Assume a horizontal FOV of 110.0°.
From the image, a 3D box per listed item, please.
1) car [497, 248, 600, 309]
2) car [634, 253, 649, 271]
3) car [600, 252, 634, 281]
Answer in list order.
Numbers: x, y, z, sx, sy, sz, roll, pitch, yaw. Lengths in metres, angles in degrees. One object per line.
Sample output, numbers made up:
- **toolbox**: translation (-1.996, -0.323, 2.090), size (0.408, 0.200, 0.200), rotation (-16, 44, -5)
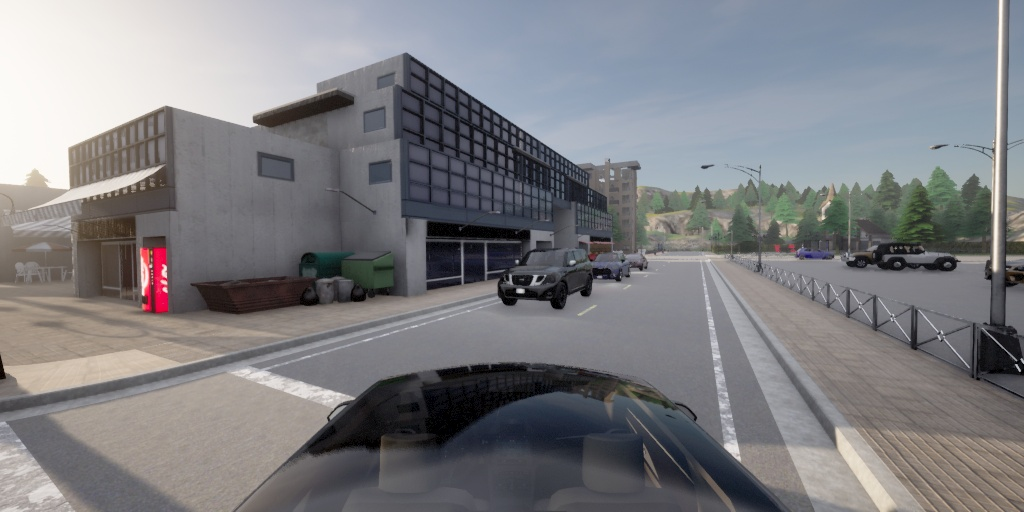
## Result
- **car**: translation (1.543, 0.700, 13.921), size (2.150, 2.045, 5.566), rotation (0, 1, 27)
- **car**: translation (10.819, 0.480, 31.717), size (1.812, 1.442, 4.674), rotation (0, 1, 28)
- **car**: translation (6.088, 0.573, 22.645), size (2.097, 1.767, 4.553), rotation (0, 1, 28)
